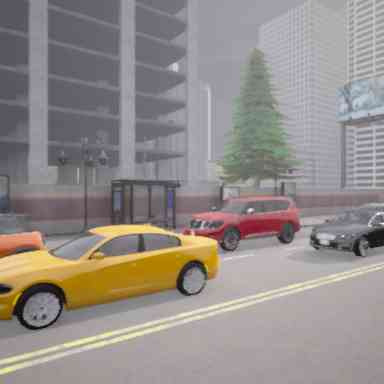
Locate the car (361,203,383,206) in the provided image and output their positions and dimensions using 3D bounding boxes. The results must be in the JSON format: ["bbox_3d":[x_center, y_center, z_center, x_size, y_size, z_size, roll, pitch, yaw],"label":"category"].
[{"bbox_3d":[10.800,1.486,20.230,4.892,1.490,1.837,0,0,-35],"label":"car"}]

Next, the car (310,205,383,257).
[{"bbox_3d":[6.604,1.481,12.985,4.902,1.511,2.128,0,0,-35],"label":"car"}]

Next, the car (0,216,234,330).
[{"bbox_3d":[-1.669,1.476,7.098,5.008,1.535,1.882,0,0,-36],"label":"car"}]

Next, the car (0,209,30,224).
[{"bbox_3d":[-6.068,1.353,8.260,4.553,1.767,2.097,0,0,-35],"label":"car"}]

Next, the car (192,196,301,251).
[{"bbox_3d":[2.292,1.213,14.218,5.566,2.045,2.150,0,0,-35],"label":"car"}]
